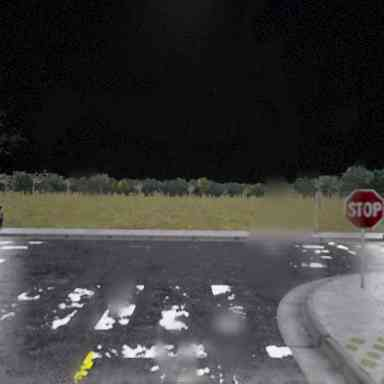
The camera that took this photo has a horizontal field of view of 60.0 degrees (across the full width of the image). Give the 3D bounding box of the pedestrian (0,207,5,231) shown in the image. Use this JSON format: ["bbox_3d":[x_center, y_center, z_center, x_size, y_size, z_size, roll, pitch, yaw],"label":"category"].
[{"bbox_3d":[-9.683,0.994,16.832,0.375,1.860,0.375,0,-1,0],"label":"pedestrian"}]
